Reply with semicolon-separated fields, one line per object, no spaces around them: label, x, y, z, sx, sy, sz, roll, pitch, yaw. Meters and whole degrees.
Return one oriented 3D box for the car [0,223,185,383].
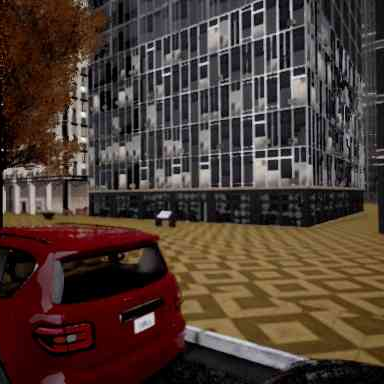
car;-2.401;1.369;4.592;5.009;1.841;2.192;-1;-1;36

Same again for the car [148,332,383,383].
car;2.095;1.554;1.381;4.313;1.339;1.947;-1;-1;36
